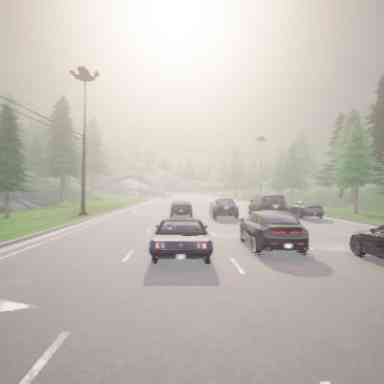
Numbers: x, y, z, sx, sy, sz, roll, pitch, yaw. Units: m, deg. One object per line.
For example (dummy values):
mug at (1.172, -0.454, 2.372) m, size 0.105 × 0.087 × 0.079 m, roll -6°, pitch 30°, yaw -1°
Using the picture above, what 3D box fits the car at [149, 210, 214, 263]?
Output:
car at (-0.369, 1.554, 11.736) m, size 1.895 × 1.301 × 4.718 m, roll 1°, pitch 0°, yaw -1°

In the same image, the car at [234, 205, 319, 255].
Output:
car at (3.092, 1.491, 13.296) m, size 1.837 × 1.490 × 4.892 m, roll 1°, pitch 0°, yaw -2°

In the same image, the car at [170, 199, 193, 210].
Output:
car at (-0.936, 1.358, 29.766) m, size 1.882 × 1.535 × 5.008 m, roll 1°, pitch 0°, yaw -2°

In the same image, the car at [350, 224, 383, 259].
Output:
car at (6.673, 1.562, 10.129) m, size 1.812 × 1.442 × 4.674 m, roll 1°, pitch 0°, yaw -1°

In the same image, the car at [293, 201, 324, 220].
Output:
car at (9.602, 1.494, 28.525) m, size 2.128 × 1.511 × 4.902 m, roll 1°, pitch 0°, yaw -1°

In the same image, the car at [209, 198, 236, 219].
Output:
car at (2.615, 1.277, 27.982) m, size 2.097 × 1.767 × 4.553 m, roll 1°, pitch 0°, yaw -1°

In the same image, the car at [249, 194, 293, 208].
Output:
car at (6.138, 1.192, 27.273) m, size 2.150 × 2.045 × 5.566 m, roll 1°, pitch 1°, yaw -1°
